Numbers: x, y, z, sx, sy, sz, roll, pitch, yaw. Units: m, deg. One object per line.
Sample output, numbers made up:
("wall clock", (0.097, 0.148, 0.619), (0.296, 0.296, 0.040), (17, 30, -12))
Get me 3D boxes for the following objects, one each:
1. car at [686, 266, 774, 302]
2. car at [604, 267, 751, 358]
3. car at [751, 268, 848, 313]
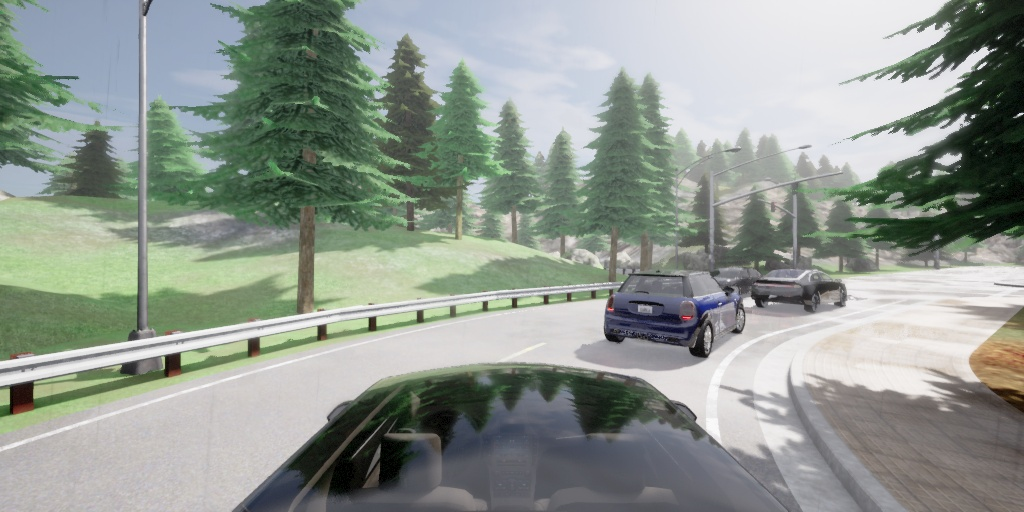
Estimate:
("car", (11.179, 1.325, 18.271), (4.892, 1.490, 1.837), (0, 0, -32))
("car", (4.162, 1.109, 8.877), (2.097, 1.767, 4.553), (0, 0, 43))
("car", (11.341, 1.256, 14.091), (4.902, 1.511, 2.128), (0, 0, -32))
